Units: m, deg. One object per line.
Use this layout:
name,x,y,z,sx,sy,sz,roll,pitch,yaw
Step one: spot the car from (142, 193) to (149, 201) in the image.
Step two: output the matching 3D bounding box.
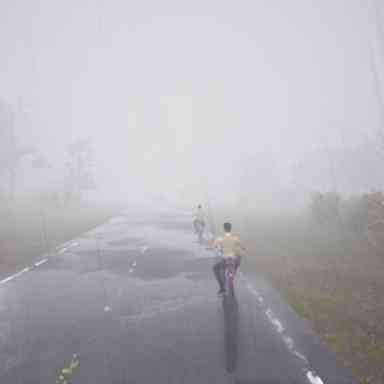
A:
car,-9.754,1.001,73.097,2.097,1.767,4.553,0,0,-15

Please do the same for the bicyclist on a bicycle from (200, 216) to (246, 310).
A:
bicyclist on a bicycle,0.708,1.402,6.767,0.866,1.612,1.509,0,0,-2

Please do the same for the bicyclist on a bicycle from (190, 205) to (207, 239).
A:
bicyclist on a bicycle,0.342,1.364,14.923,0.866,1.612,1.509,0,0,-3

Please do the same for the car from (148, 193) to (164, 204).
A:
car,-5.962,1.231,57.266,1.837,1.490,4.892,0,0,-12
